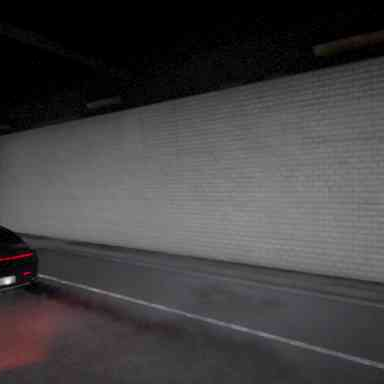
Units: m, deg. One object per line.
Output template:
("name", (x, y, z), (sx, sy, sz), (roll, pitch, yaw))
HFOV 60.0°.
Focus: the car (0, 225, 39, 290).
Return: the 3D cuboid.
("car", (-5.625, 1.506, 8.003), (4.892, 1.490, 1.837), (0, 0, 35))
